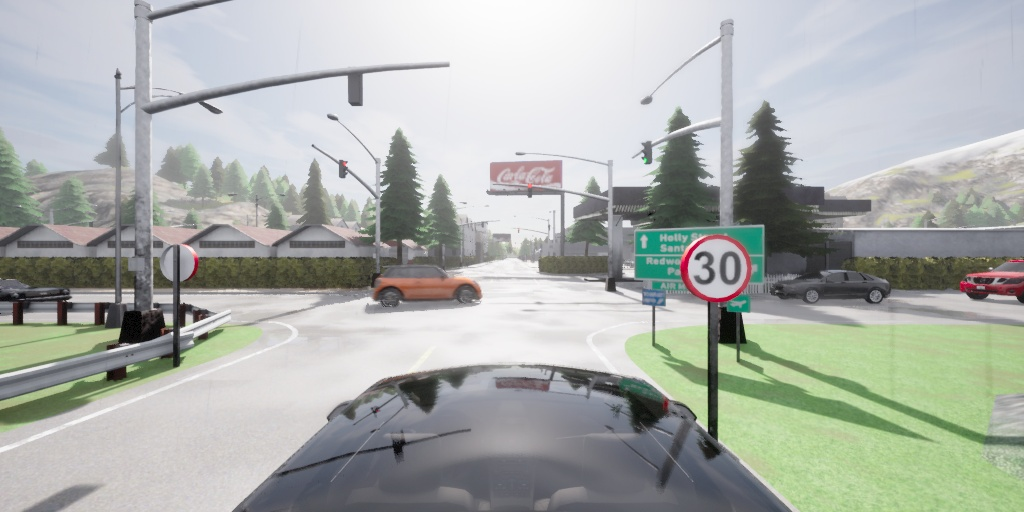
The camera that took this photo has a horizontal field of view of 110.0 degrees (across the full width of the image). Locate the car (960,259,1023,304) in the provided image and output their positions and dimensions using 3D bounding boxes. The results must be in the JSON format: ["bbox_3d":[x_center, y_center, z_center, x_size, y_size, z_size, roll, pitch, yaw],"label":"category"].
[{"bbox_3d":[25.177,1.163,17.127,5.566,2.045,2.150,0,0,0],"label":"car"}]

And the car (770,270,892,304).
[{"bbox_3d":[15.207,1.446,17.262,4.892,1.490,1.837,0,0,1],"label":"car"}]

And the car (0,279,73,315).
[{"bbox_3d":[-20.493,1.543,14.042,4.718,1.301,1.895,0,0,1],"label":"car"}]

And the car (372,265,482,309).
[{"bbox_3d":[-3.629,1.174,15.551,4.553,1.767,2.097,0,0,-21],"label":"car"}]
